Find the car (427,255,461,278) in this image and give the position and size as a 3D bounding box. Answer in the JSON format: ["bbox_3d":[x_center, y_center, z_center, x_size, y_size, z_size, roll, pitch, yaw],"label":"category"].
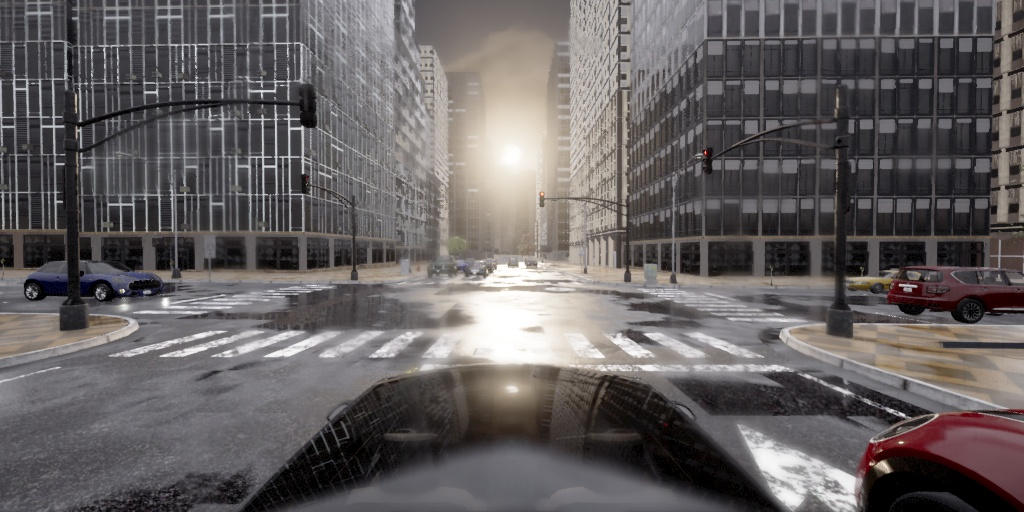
[{"bbox_3d":[-6.479,0.954,34.169,2.150,2.045,5.566,0,0,0],"label":"car"}]

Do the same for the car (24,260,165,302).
[{"bbox_3d":[-18.148,0.971,15.731,4.553,1.767,2.097,1,1,3],"label":"car"}]

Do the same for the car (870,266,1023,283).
[{"bbox_3d":[16.227,1.281,12.505,5.009,1.841,2.192,0,0,1],"label":"car"}]

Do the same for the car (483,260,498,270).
[{"bbox_3d":[-3.163,1.261,53.911,2.033,1.411,5.357,0,0,0],"label":"car"}]

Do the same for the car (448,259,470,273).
[{"bbox_3d":[-6.453,1.201,44.134,1.882,1.535,5.008,0,0,0],"label":"car"}]

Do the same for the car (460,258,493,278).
[{"bbox_3d":[-3.238,1.224,33.926,2.128,1.511,4.902,0,0,1],"label":"car"}]

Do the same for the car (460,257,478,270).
[{"bbox_3d":[-6.410,1.065,53.802,2.097,1.767,4.553,0,0,0],"label":"car"}]

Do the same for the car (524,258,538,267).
[{"bbox_3d":[3.464,1.303,63.364,1.895,1.301,4.718,0,0,0],"label":"car"}]

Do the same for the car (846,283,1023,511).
[{"bbox_3d":[3.253,1.103,0.394,2.097,1.767,4.553,0,0,0],"label":"car"}]

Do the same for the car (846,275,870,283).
[{"bbox_3d":[21.866,1.409,20.771,4.829,1.417,1.751,0,0,1],"label":"car"}]

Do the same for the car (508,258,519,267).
[{"bbox_3d":[0.214,1.267,63.346,1.994,1.385,4.181,0,0,0],"label":"car"}]

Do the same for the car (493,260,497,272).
[{"bbox_3d":[-3.208,1.325,43.207,1.895,1.301,4.718,0,0,0],"label":"car"}]
